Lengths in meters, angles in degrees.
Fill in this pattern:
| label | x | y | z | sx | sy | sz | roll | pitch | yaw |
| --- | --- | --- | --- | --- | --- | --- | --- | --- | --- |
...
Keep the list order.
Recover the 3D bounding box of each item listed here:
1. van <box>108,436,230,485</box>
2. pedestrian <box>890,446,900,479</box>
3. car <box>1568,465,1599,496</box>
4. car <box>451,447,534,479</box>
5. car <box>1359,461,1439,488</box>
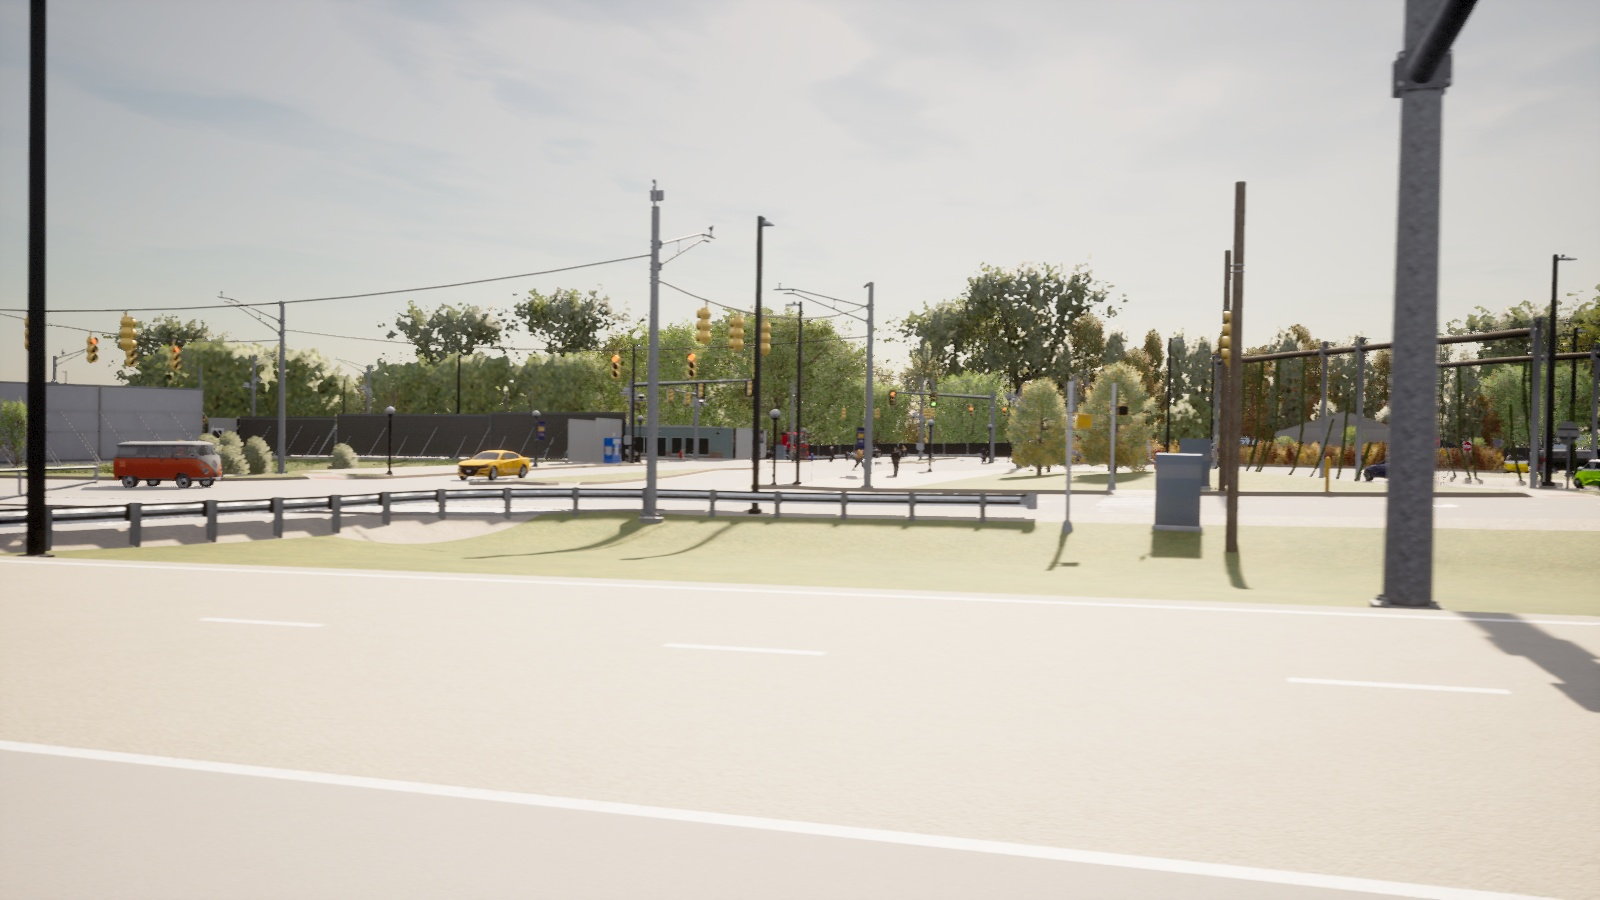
| label | x | y | z | sx | sy | sz | roll | pitch | yaw |
| --- | --- | --- | --- | --- | --- | --- | --- | --- | --- |
| van | -26.804 | 0.411 | 53.371 | 4.442 | 1.987 | 1.775 | 1 | 1 | 10 |
| pedestrian | 5.749 | 0.738 | 75.833 | 0.402 | 1.930 | 0.666 | 2 | 1 | 19 |
| car | 36.202 | 1.384 | 56.738 | 1.481 | 1.376 | 2.207 | 1 | 0 | -7 |
| car | -15.862 | 0.639 | 65.043 | 1.882 | 1.535 | 5.008 | 1 | 1 | 16 |
| car | 34.053 | 1.365 | 71.540 | 1.812 | 1.442 | 4.674 | 1 | 0 | -7 |
